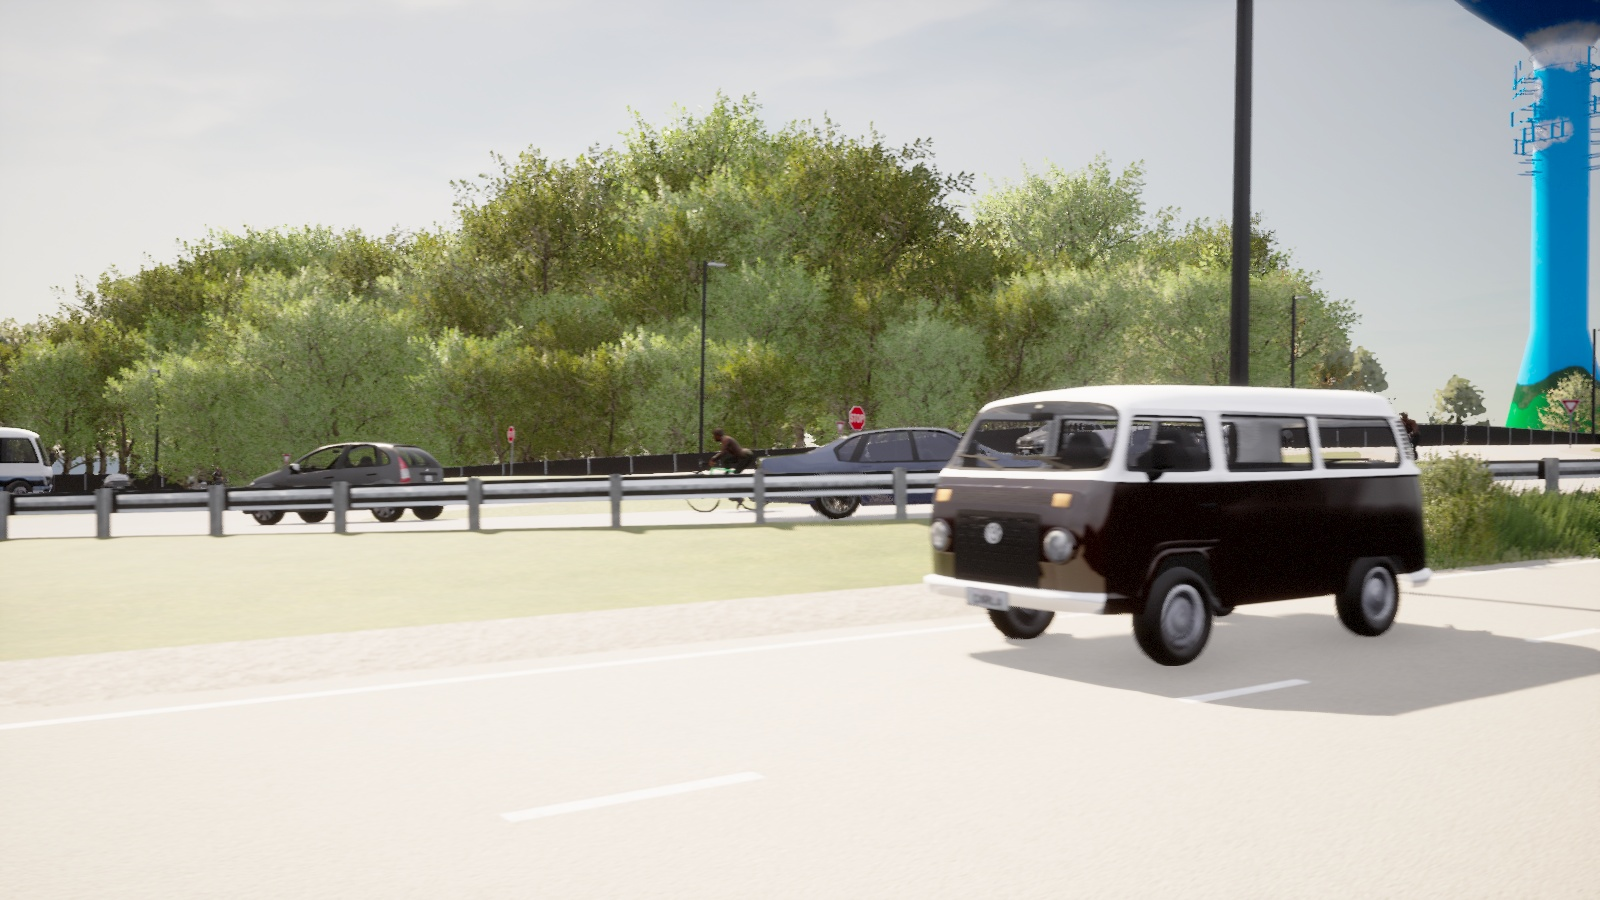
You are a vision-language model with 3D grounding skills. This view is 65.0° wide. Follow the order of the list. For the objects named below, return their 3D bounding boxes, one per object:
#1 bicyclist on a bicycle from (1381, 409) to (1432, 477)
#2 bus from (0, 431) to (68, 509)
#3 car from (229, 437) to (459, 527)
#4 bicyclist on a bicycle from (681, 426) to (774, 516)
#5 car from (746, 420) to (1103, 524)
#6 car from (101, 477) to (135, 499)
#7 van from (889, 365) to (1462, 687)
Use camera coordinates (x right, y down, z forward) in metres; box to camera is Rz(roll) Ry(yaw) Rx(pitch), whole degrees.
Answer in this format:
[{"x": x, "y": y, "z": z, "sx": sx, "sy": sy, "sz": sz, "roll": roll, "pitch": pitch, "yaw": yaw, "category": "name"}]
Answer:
[{"x": 14.985, "y": -0.194, "z": 31.019, "sx": 0.582, "sy": 1.620, "sz": 1.656, "roll": -1, "pitch": 1, "yaw": 45, "category": "bicyclist on a bicycle"}, {"x": -46.464, "y": 1.054, "z": 69.318, "sx": 10.273, "sy": 4.253, "sz": 3.944, "roll": 0, "pitch": 0, "yaw": -28, "category": "bus"}, {"x": -9.196, "y": 0.665, "z": 25.415, "sx": 3.988, "sy": 1.617, "sz": 1.851, "roll": -2, "pitch": -2, "yaw": 14, "category": "car"}, {"x": -1.374, "y": 0.398, "z": 23.991, "sx": 1.656, "sy": 1.620, "sz": 0.582, "roll": -3, "pitch": -1, "yaw": 3, "category": "bicyclist on a bicycle"}, {"x": 1.869, "y": 0.331, "z": 20.021, "sx": 5.357, "sy": 1.411, "sz": 2.033, "roll": -2, "pitch": 0, "yaw": -5, "category": "car"}, {"x": -46.371, "y": 2.560, "z": 85.382, "sx": 1.812, "sy": 1.442, "sz": 4.674, "roll": 0, "pitch": -1, "yaw": -31, "category": "car"}, {"x": 3.114, "y": 0.482, "z": 10.090, "sx": 4.480, "sy": 2.038, "sz": 2.069, "roll": 0, "pitch": 0, "yaw": -35, "category": "van"}]
